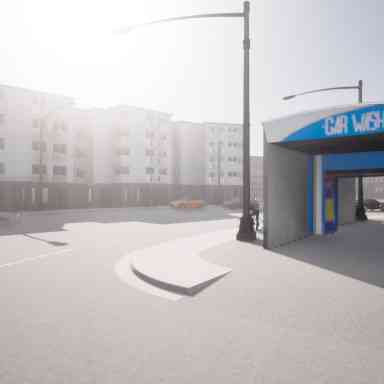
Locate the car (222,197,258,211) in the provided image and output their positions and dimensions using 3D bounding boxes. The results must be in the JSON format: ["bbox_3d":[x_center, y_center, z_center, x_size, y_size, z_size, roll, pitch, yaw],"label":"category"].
[{"bbox_3d":[5.940,1.352,41.325,4.553,1.767,2.097,0,0,-27],"label":"car"}]

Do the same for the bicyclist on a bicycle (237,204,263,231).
[{"bbox_3d":[3.193,1.301,18.294,1.656,1.620,0.582,0,0,38],"label":"bicyclist on a bicycle"}]

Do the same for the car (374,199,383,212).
[{"bbox_3d":[22.873,1.526,36.575,4.674,1.442,1.812,0,0,-18],"label":"car"}]

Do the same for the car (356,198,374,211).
[{"bbox_3d":[20.987,1.505,39.644,4.892,1.490,1.837,0,0,-18],"label":"car"}]

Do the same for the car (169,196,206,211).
[{"bbox_3d":[-0.599,1.352,41.403,4.553,1.767,2.097,0,0,-33],"label":"car"}]

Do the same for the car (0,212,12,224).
[{"bbox_3d":[-14.326,1.601,21.284,1.895,1.301,4.718,0,0,29],"label":"car"}]
